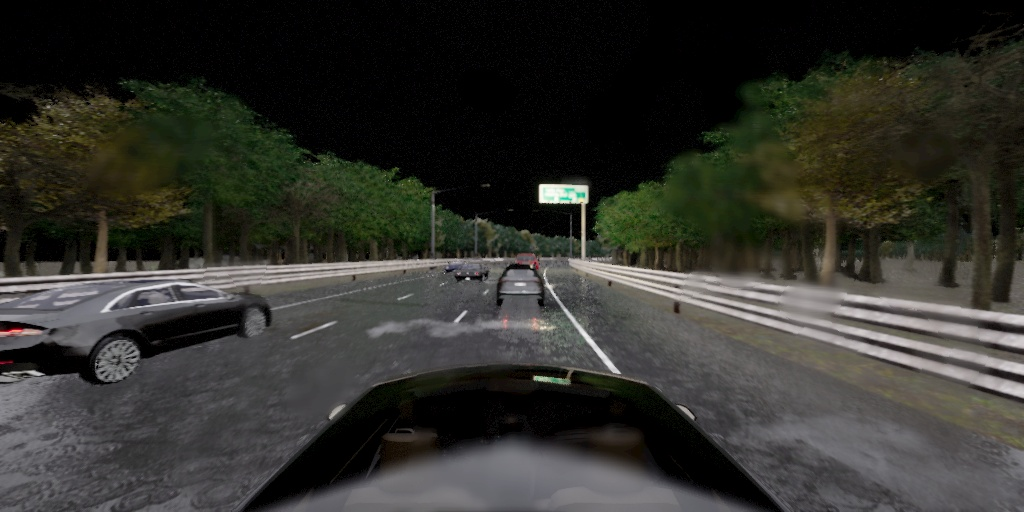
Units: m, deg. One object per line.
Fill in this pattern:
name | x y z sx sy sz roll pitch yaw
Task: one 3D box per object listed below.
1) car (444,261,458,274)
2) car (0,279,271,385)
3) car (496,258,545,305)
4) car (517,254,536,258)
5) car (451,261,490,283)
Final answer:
car | -5.514 1.183 37.433 1.895 1.301 4.718 0 0 6
car | -6.907 1.189 6.895 2.128 1.511 4.902 0 0 1
car | 0.385 1.104 15.641 2.033 1.649 4.856 0 1 2
car | 1.451 0.828 34.201 2.150 2.045 5.566 0 0 5
car | -2.824 1.224 26.572 1.895 1.301 4.718 0 0 4
